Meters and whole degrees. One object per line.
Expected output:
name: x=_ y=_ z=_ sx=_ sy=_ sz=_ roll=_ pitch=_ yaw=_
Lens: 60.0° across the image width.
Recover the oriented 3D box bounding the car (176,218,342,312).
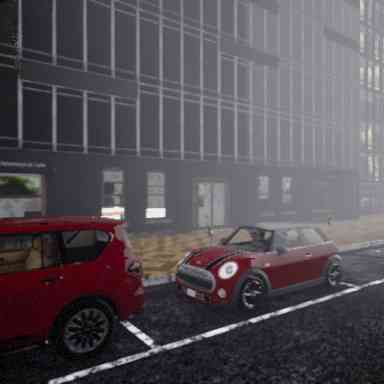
car: x=1.614 y=1.463 z=7.701 sx=4.097 sy=1.590 sz=1.967 roll=0 pitch=-1 yaw=-35

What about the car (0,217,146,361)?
car: x=-3.032 y=1.316 z=4.404 sx=5.009 sy=1.841 sz=2.192 roll=0 pitch=-1 yaw=-35
